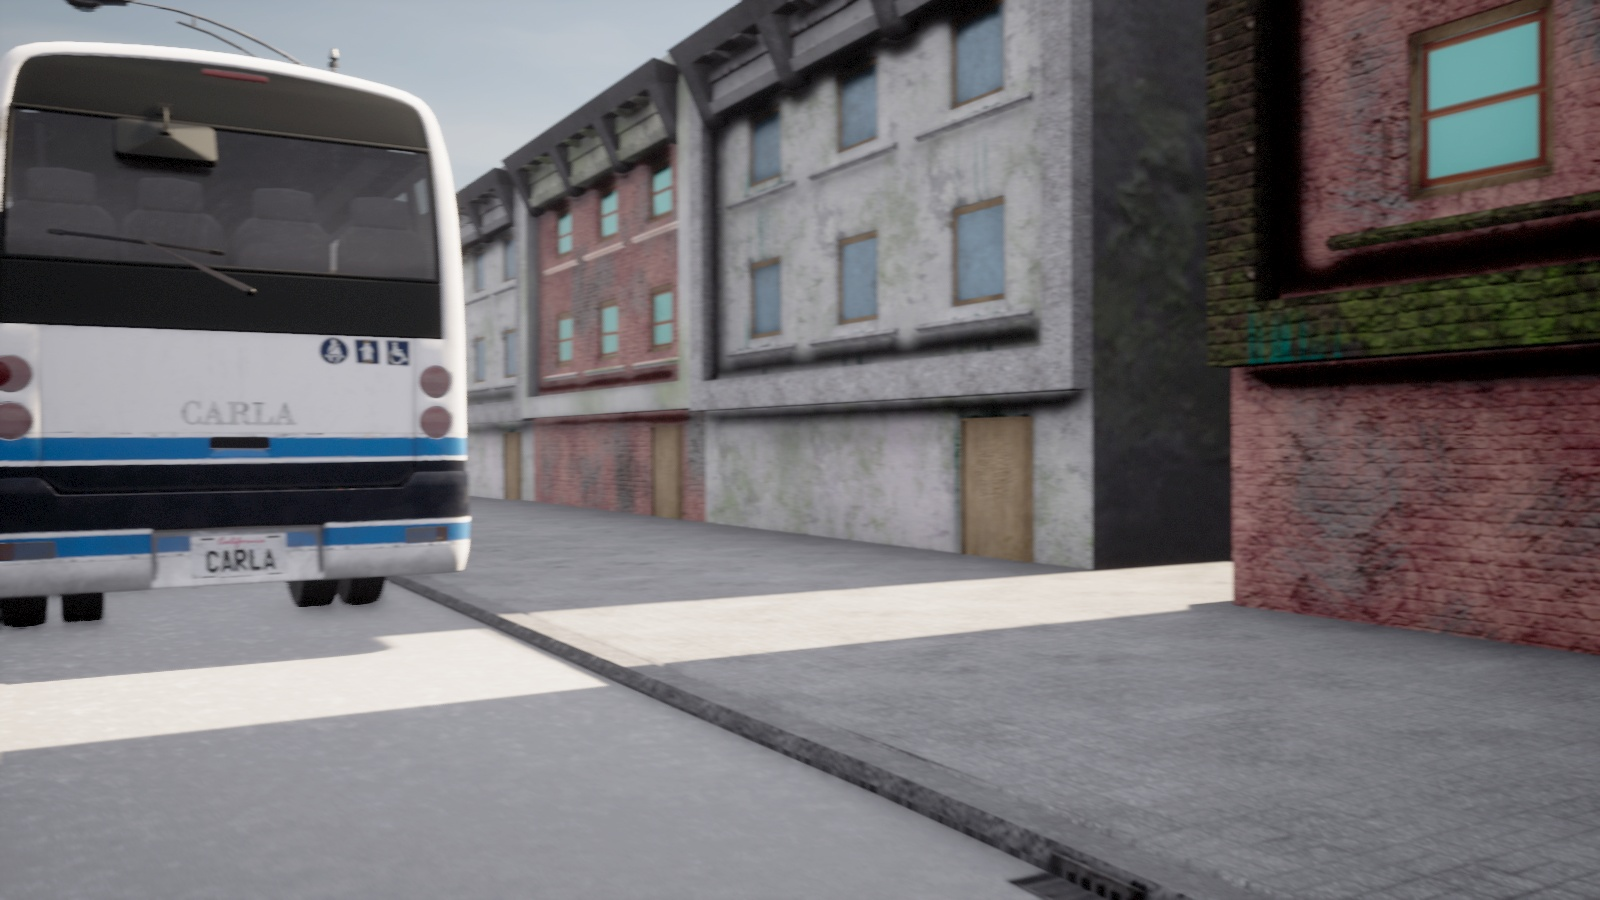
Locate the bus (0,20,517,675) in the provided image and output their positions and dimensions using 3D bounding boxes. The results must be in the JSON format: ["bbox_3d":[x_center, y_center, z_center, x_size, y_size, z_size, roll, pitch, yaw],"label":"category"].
[{"bbox_3d":[-6.515,-0.690,13.320,3.944,4.253,10.273,0,0,-30],"label":"bus"}]

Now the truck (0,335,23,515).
[{"bbox_3d":[-20.292,-0.535,29.675,2.891,3.827,8.468,0,0,-29],"label":"truck"}]
